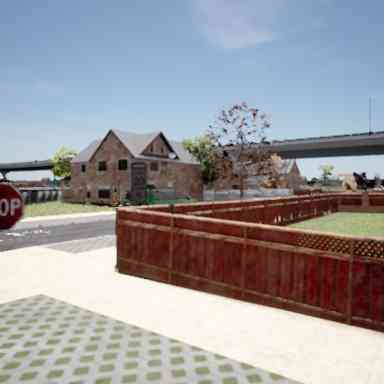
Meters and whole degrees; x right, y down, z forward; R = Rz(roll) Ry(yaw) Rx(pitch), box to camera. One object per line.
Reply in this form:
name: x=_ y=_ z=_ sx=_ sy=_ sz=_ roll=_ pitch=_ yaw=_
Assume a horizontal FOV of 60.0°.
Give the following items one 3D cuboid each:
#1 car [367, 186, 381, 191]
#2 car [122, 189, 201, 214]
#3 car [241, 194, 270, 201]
car: x=43.188 y=-0.146 z=79.490 sx=1.895 sy=1.301 sz=4.718 roll=0 pitch=1 yaw=37
car: x=-1.569 y=0.829 z=19.336 sx=2.150 sy=2.045 sz=5.566 roll=0 pitch=1 yaw=37
car: x=7.007 y=0.900 z=35.624 sx=1.895 sy=1.301 sz=4.718 roll=0 pitch=1 yaw=37
